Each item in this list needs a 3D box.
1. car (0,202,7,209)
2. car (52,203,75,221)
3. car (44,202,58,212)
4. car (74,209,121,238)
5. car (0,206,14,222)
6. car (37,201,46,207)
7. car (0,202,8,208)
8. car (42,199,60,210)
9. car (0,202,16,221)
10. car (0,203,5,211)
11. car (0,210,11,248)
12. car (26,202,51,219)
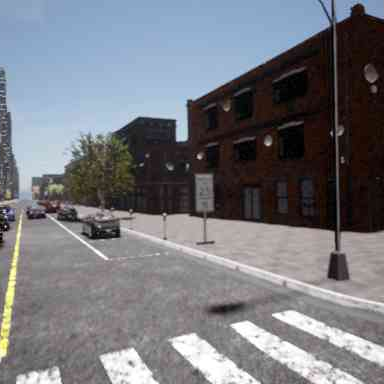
[{"bbox_3d":[-42.852,3.044,75.041,1.752,1.417,4.829,-3,0,-27],"label":"car"},{"bbox_3d":[-12.691,2.098,33.824,2.008,1.369,4.403,-3,0,-27],"label":"car"},{"bbox_3d":[-23.069,2.424,54.396,1.752,1.417,4.829,-3,0,-27],"label":"car"},{"bbox_3d":[-5.447,1.852,19.708,2.008,1.369,4.403,-3,0,-27],"label":"car"},{"bbox_3d":[-14.559,2.079,24.676,1.837,1.490,4.892,-2,0,-27],"label":"car"},{"bbox_3d":[-37.931,2.967,83.896,1.947,1.339,4.313,-3,0,-27],"label":"car"},{"bbox_3d":[-45.342,3.128,79.983,1.752,1.417,4.829,-3,0,-27],"label":"car"},{"bbox_3d":[-20.512,2.127,49.301,2.192,1.841,5.009,-3,0,-27],"label":"car"},{"bbox_3d":[-19.127,2.083,33.806,2.097,1.767,4.553,-2,0,-28],"label":"car"},{"bbox_3d":[-37.947,2.898,65.308,1.887,1.381,4.507,-3,0,-27],"label":"car"},{"bbox_3d":[-10.305,1.922,16.216,2.128,1.511,4.902,-2,0,-27],"label":"car"},{"bbox_3d":[-17.632,2.246,37.775,2.033,1.411,5.357,-2,0,-26],"label":"car"}]
